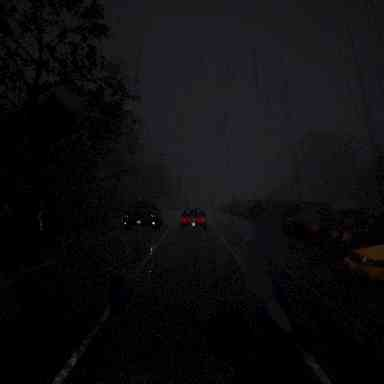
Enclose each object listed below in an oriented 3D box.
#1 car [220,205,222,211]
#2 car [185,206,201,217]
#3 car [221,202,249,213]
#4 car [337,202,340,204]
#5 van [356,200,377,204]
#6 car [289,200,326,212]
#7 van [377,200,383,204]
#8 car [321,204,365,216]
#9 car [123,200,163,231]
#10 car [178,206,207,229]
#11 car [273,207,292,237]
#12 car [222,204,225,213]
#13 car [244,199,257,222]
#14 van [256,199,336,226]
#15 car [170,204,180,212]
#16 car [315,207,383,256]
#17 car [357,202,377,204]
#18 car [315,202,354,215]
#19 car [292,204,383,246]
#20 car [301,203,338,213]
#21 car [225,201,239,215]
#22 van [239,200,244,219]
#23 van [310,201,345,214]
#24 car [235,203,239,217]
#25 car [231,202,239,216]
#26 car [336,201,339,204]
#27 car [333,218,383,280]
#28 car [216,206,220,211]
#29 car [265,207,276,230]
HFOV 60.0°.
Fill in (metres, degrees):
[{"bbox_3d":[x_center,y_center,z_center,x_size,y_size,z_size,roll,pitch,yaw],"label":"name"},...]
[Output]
[{"bbox_3d":[7.155,2.545,50.282,4.792,1.488,2.163,0,-2,0],"label":"car"},{"bbox_3d":[0.135,2.390,41.852,1.895,1.301,4.718,0,-2,0],"label":"car"},{"bbox_3d":[7.168,2.551,55.832,4.553,1.767,2.185,0,-2,0],"label":"car"},{"bbox_3d":[20.175,2.193,38.974,4.892,1.521,2.231,0,-2,0],"label":"car"},{"bbox_3d":[20.292,1.887,36.212,4.442,1.987,1.878,0,-2,0],"label":"van"},{"bbox_3d":[20.250,2.502,58.362,5.566,2.045,2.435,0,-2,0],"label":"car"},{"bbox_3d":[20.047,1.729,30.675,4.442,1.987,1.878,0,-2,0],"label":"van"},{"bbox_3d":[20.188,2.353,44.638,5.008,1.535,2.097,0,-2,0],"label":"car"},{"bbox_3d":[-3.338,1.580,23.623,2.150,2.045,5.566,0,-1,0],"label":"car"},{"bbox_3d":[0.112,1.989,25.100,1.895,1.301,4.718,0,-1,0],"label":"car"},{"bbox_3d":[7.049,1.714,16.999,5.008,1.535,2.097,0,-1,0],"label":"car"},{"bbox_3d":[7.122,2.476,47.507,4.674,1.452,2.002,0,-2,0],"label":"car"},{"bbox_3d":[7.101,1.567,25.330,5.566,2.045,2.435,0,-1,0],"label":"car"},{"bbox_3d":[6.950,1.558,22.554,4.442,1.987,1.878,0,-1,0],"label":"van"},{"bbox_3d":[-3.205,3.029,64.154,1.812,1.442,4.674,0,-2,1],"label":"car"},{"bbox_3d":[7.012,1.520,11.449,4.553,1.767,2.185,0,-1,0],"label":"car"},{"bbox_3d":[19.985,2.031,33.436,5.366,1.575,1.946,0,-2,0],"label":"car"},{"bbox_3d":[20.167,2.304,47.286,4.553,1.767,2.185,0,-2,0],"label":"car"},{"bbox_3d":[7.018,1.554,14.224,4.553,1.767,2.185,0,-1,0],"label":"car"},{"bbox_3d":[20.204,2.588,52.821,4.892,1.521,2.231,0,-2,0],"label":"car"},{"bbox_3d":[7.113,2.278,41.958,5.008,1.535,2.097,0,-2,0],"label":"car"},{"bbox_3d":[6.968,1.735,30.864,4.442,1.987,1.878,0,-2,0],"label":"van"},{"bbox_3d":[20.321,2.282,50.057,4.442,1.987,1.878,0,-2,0],"label":"van"},{"bbox_3d":[7.093,2.080,33.631,4.674,1.452,2.002,0,-2,0],"label":"car"},{"bbox_3d":[7.066,2.149,36.408,4.792,1.488,2.163,0,-2,0],"label":"car"},{"bbox_3d":[20.182,2.271,41.743,5.008,1.535,2.097,0,-2,0],"label":"car"},{"bbox_3d":[6.852,1.608,8.671,5.366,1.575,1.946,0,-1,0],"label":"car"},{"bbox_3d":[7.103,2.344,53.065,5.566,2.045,2.435,0,-2,0],"label":"car"},{"bbox_3d":[7.063,1.789,19.774,4.674,1.452,2.002,0,-1,0],"label":"car"}]
